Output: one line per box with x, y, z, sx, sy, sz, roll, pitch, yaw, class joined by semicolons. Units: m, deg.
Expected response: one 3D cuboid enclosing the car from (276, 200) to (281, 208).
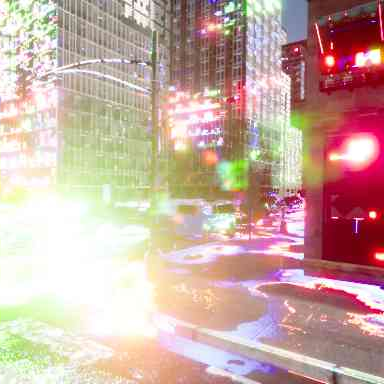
9.910;1.293;44.436;1.967;1.590;4.097;1;1;35;car

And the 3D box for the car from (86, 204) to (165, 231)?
-3.827;1.540;20.490;1.895;1.301;4.718;1;1;35;car

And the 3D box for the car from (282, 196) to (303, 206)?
16.194;1.363;53.337;1.752;1.417;4.829;1;1;35;car

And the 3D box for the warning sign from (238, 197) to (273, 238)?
3.089;1.177;16.116;1.300;1.860;1.060;1;1;35;warning sign

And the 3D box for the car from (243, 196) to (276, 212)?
6.852;1.384;35.598;1.882;1.535;5.008;1;1;35;car

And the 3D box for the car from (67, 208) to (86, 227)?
-6.045;1.467;21.839;1.947;1.339;4.313;1;1;35;car

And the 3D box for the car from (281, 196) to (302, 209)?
13.041;1.438;44.291;2.033;1.411;5.357;1;1;36;car

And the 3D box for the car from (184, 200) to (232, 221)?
1.426;1.448;27.927;1.812;1.442;4.674;1;1;35;car

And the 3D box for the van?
0.804;1.368;17.003;1.690;1.788;3.998;1;1;35;van
